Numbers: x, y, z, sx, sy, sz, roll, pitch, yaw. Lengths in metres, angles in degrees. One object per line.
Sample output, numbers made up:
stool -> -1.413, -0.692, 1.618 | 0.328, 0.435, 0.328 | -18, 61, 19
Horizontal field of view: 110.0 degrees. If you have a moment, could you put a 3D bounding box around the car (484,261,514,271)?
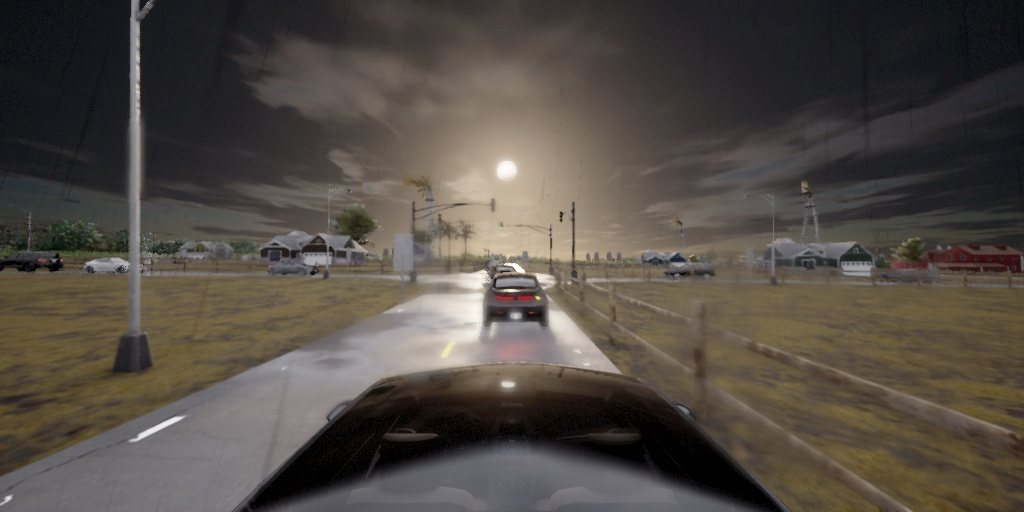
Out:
car -> -0.718, 1.330, 24.134 | 1.837, 1.490, 4.892 | 0, 0, -10

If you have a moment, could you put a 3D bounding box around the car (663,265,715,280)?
car -> 18.149, 1.678, 36.909 | 5.008, 1.535, 1.882 | 1, -2, 0

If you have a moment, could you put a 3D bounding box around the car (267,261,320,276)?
car -> -20.192, 1.141, 33.295 | 4.181, 1.385, 1.994 | 1, -2, 0

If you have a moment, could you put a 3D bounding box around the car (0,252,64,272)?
car -> -49.871, 0.613, 36.959 | 5.566, 2.045, 2.150 | 0, -2, 0

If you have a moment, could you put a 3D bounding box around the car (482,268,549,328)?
car -> 0.102, 1.284, 11.482 | 1.837, 1.490, 4.892 | 0, 0, 0

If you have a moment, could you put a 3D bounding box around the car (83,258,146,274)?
car -> -36.887, 0.919, 33.333 | 4.674, 1.442, 1.812 | 1, -2, 0

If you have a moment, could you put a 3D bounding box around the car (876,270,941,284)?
car -> 40.541, 2.126, 36.862 | 5.357, 1.411, 2.033 | 1, -2, 0

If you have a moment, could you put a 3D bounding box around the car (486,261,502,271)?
car -> -2.815, 1.509, 56.258 | 2.128, 1.511, 4.902 | 0, 0, 1
